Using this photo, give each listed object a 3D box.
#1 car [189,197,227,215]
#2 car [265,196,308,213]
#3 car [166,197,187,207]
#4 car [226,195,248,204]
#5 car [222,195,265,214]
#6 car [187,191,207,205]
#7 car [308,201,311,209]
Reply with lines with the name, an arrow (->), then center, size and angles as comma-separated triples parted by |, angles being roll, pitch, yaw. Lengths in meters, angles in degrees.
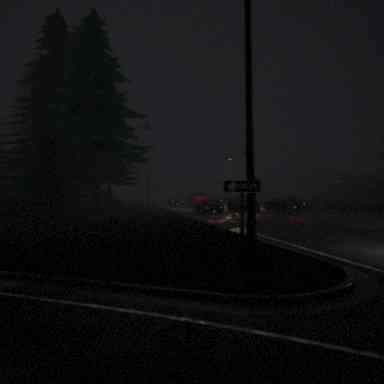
car -> 1.446, 1.406, 31.680 | 1.895, 1.301, 4.718 | -1, 0, -13
car -> 8.576, 1.173, 31.954 | 2.128, 1.511, 4.902 | -1, 0, -13
car -> -2.527, 1.388, 48.244 | 1.895, 1.301, 4.718 | -1, 0, -13
car -> 7.131, 1.162, 52.988 | 1.994, 1.385, 4.181 | -1, 0, -13
car -> 4.884, 1.220, 32.340 | 1.882, 1.535, 5.008 | -1, 0, -13
car -> 0.665, 0.947, 49.910 | 2.150, 2.045, 5.566 | -1, 1, -13
car -> 11.128, 1.180, 36.325 | 1.994, 1.385, 4.181 | -1, 0, -13
